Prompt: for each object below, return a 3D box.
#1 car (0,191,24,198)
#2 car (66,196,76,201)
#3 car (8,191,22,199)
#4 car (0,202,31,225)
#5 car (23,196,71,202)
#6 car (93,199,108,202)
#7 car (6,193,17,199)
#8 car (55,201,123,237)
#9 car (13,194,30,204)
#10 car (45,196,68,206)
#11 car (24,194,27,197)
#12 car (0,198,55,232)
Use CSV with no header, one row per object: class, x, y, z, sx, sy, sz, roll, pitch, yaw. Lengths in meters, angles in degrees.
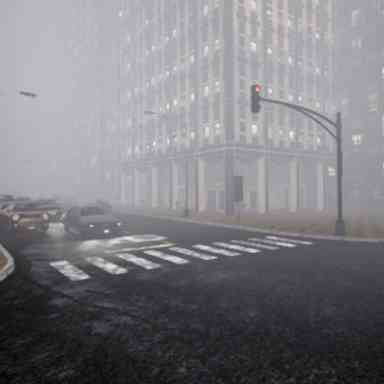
car,-15.928,1.108,27.881,2.192,1.841,5.009,1,0,-36
car,-15.764,1.219,42.018,1.752,1.417,4.829,1,0,-36
car,-41.681,0.703,78.125,2.192,1.841,5.009,1,0,-36
car,-12.681,1.414,23.351,1.802,1.307,4.206,1,0,-36
car,-11.440,1.306,26.043,2.128,1.511,4.902,0,1,-36
car,-9.161,1.354,32.817,1.802,1.307,4.206,1,0,-36
car,-44.937,0.916,82.655,1.947,1.339,4.313,1,0,-36
car,-5.503,1.433,17.787,2.033,1.411,5.357,0,0,-35
car,-27.986,1.106,54.576,1.812,1.442,4.674,0,1,-36
car,-18.918,1.222,46.410,1.947,1.339,4.313,1,0,-36
car,-17.375,1.270,34.329,1.812,1.442,4.674,0,1,-35
car,-9.427,1.310,18.823,1.967,1.590,4.097,1,0,-36
